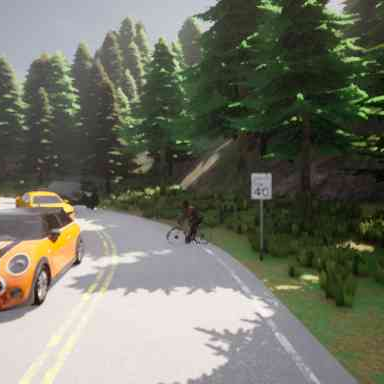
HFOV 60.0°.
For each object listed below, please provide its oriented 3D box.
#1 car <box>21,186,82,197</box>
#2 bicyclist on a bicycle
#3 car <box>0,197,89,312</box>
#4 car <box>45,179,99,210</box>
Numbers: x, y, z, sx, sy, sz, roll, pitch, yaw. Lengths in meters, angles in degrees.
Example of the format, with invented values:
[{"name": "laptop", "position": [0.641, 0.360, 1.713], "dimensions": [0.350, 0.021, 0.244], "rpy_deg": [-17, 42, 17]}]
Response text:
[{"name": "car", "position": [-7.707, 0.771, 17.220], "dimensions": [1.882, 1.535, 5.008], "rpy_deg": [0, 4, -39]}, {"name": "bicyclist on a bicycle", "position": [-0.084, 1.141, 11.953], "dimensions": [1.656, 1.620, 0.582], "rpy_deg": [0, 2, -15]}, {"name": "car", "position": [-3.971, 1.191, 7.553], "dimensions": [2.097, 1.767, 4.553], "rpy_deg": [0, 2, -6]}, {"name": "car", "position": [-8.980, 0.135, 23.770], "dimensions": [5.566, 2.045, 2.150], "rpy_deg": [5, 2, 38]}]
